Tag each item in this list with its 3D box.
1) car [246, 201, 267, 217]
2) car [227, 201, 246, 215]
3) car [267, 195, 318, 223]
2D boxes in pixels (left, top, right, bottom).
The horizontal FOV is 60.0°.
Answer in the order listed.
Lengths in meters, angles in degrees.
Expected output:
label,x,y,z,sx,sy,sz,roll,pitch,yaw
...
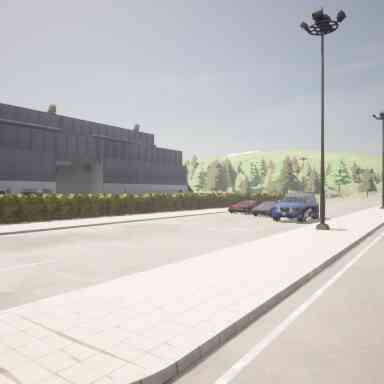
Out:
label,x,y,z,sx,sy,sz,roll,pitch,yaw
car,7.307,1.547,30.713,2.033,1.411,5.357,0,0,35
car,5.512,1.601,34.226,1.895,1.301,4.718,0,0,35
car,8.134,1.221,25.832,2.150,2.045,5.566,0,0,35
